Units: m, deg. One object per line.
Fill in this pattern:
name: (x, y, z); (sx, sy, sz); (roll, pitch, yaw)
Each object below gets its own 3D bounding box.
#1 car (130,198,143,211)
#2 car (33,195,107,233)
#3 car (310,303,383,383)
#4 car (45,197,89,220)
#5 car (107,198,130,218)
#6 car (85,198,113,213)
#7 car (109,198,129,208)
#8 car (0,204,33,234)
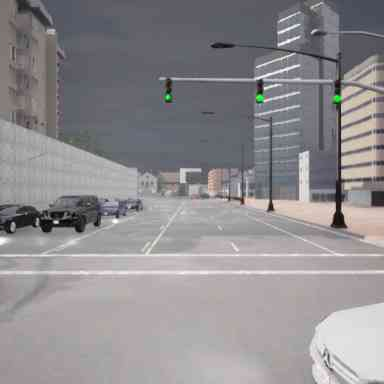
car: (-7.111, 1.486, 40.130); (2.128, 1.511, 4.902); (0, 0, 0)
car: (-7.107, 1.219, 20.147); (2.150, 2.045, 5.566); (0, 0, 0)
car: (3.606, 1.532, 3.239); (4.674, 1.442, 1.812); (0, 0, 0)
car: (-10.614, 1.348, 28.583); (2.097, 1.767, 4.553); (0, 0, 0)
car: (-7.114, 1.522, 29.787); (1.812, 1.442, 4.674); (0, 0, 0)
car: (-10.613, 1.500, 38.400); (1.837, 1.490, 4.892); (0, 0, 0)
car: (-10.581, 1.594, 48.461); (1.895, 1.301, 4.718); (0, 0, 0)
car: (-10.610, 1.502, 19.515); (1.837, 1.490, 4.892); (0, 0, 0)
